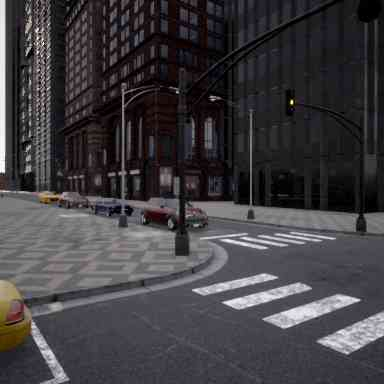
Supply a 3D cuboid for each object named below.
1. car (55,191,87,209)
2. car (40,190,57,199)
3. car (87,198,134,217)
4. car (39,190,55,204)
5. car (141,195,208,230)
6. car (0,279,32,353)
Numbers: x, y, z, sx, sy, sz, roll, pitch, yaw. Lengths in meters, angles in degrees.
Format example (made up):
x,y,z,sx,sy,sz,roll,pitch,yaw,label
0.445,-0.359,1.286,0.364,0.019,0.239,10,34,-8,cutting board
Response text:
x,y,z,sx,sy,sz,roll,pitch,yaw,label
-12.213,0.723,34.283,2.097,1.767,4.553,0,1,-36,car
-24.744,0.466,57.109,1.812,1.442,4.674,0,1,-35,car
-6.342,1.153,26.133,1.895,1.301,4.718,0,1,-36,car
-18.287,0.668,42.766,1.882,1.535,5.008,0,1,-35,car
-1.074,1.072,18.829,2.097,1.767,4.553,0,1,-36,car
-4.410,1.525,3.503,4.829,1.417,1.752,0,0,-35,car
